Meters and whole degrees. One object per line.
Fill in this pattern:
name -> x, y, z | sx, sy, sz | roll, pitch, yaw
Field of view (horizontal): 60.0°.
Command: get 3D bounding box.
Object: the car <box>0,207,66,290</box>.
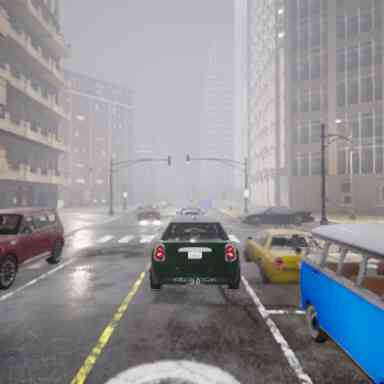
car -> -5.311, 1.405, 9.513 | 2.192, 1.841, 5.009 | 0, -1, 0

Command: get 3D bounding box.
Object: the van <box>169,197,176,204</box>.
van -> -5.331, 2.355, 91.822 | 1.690, 1.788, 3.998 | 0, -1, 0

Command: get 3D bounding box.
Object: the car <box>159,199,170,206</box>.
car -> -5.324, 2.130, 58.339 | 1.752, 1.417, 4.829 | 0, -1, 0

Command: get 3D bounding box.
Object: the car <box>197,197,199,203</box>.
car -> 2.551, 2.419, 80.718 | 1.887, 1.381, 4.507 | 0, -1, 0

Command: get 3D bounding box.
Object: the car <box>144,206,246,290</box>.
car -> 0.077, 1.441, 9.472 | 2.097, 1.767, 4.553 | 0, -1, 0

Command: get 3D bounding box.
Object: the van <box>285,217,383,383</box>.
van -> 2.571, 1.379, 3.984 | 1.690, 1.788, 3.998 | 0, -1, 0

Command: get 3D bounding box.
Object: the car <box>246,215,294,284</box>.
car -> 2.568, 1.618, 9.689 | 1.752, 1.417, 4.829 | 0, -1, 0

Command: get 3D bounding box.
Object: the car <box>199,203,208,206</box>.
car -> -0.087, 1.733, 22.011 | 1.812, 1.442, 4.674 | 0, 0, -2

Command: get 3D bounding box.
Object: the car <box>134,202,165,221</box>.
car -> -4.160, 1.868, 30.812 | 1.994, 1.385, 4.181 | 0, -1, -17

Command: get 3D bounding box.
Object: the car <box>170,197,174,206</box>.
car -> -5.326, 2.178, 69.615 | 1.967, 1.590, 4.097 | 0, -1, 0

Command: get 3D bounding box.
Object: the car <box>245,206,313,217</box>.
car -> 5.964, 1.703, 23.920 | 5.357, 1.411, 2.033 | -1, 0, -7

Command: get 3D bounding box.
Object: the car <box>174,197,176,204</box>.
car -> -5.328, 2.371, 75.165 | 1.947, 1.339, 4.313 | 0, -1, 0

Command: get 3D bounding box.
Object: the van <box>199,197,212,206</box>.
van -> 2.557, 1.948, 58.513 | 1.690, 1.788, 3.998 | 0, -1, 0
